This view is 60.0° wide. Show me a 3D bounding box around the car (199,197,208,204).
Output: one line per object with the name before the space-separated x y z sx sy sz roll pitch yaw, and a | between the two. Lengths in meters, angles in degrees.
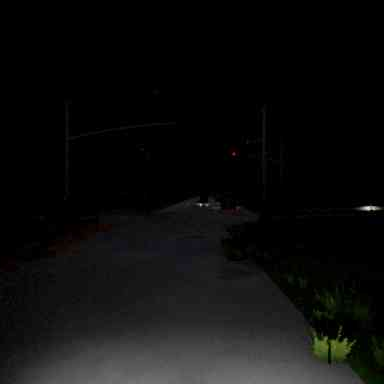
car | 2.402 1.640 67.079 2.033 1.411 5.357 0 0 3

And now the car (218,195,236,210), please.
car | 4.814 1.530 44.237 1.882 1.535 5.008 0 0 3

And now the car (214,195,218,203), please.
car | 6.299 1.701 75.261 1.895 1.301 4.718 0 0 3

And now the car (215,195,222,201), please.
car | 6.776 1.466 85.223 1.837 1.490 4.892 0 0 3
